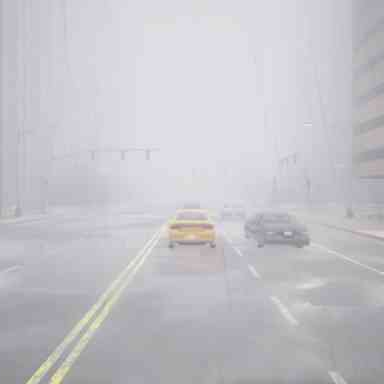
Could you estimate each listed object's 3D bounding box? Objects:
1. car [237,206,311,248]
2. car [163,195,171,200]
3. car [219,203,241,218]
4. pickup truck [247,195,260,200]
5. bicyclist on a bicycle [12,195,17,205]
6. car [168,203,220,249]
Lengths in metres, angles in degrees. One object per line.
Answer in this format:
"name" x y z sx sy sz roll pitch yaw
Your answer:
"car" 3.500 1.562 14.650 2.033 1.411 5.357 0 0 0
"car" -7.000 1.518 94.045 2.128 1.511 4.902 0 0 0
"car" 3.500 1.615 29.680 1.895 1.301 4.718 0 0 0
"pickup truck" 16.622 1.058 88.674 2.390 2.098 6.274 0 0 31
"bicyclist on a bicycle" -28.773 1.299 54.010 0.582 1.620 1.656 0 0 1
"car" 0.000 1.484 14.650 1.882 1.535 5.008 0 0 0
